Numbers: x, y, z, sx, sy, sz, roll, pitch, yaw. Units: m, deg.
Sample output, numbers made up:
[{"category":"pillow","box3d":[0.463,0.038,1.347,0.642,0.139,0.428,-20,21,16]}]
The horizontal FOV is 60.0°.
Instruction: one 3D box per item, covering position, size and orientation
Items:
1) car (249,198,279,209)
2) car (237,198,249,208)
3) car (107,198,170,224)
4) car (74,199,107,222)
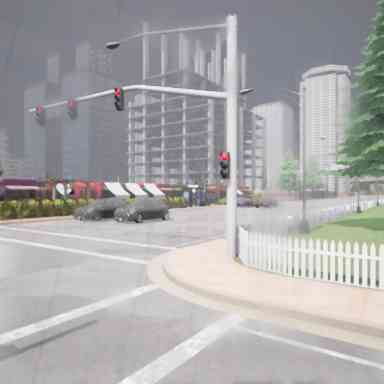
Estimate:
[{"category":"car","box3d":[10.254,1.537,45.600,2.033,1.411,5.357,0,0,34]},{"category":"car","box3d":[7.370,1.535,47.582,2.033,1.411,5.357,0,0,34]},{"category":"car","box3d":[-3.716,1.345,25.016,2.097,1.767,4.553,0,0,34]},{"category":"car","box3d":[-7.045,1.340,26.345,2.097,1.767,4.553,0,0,34]}]
